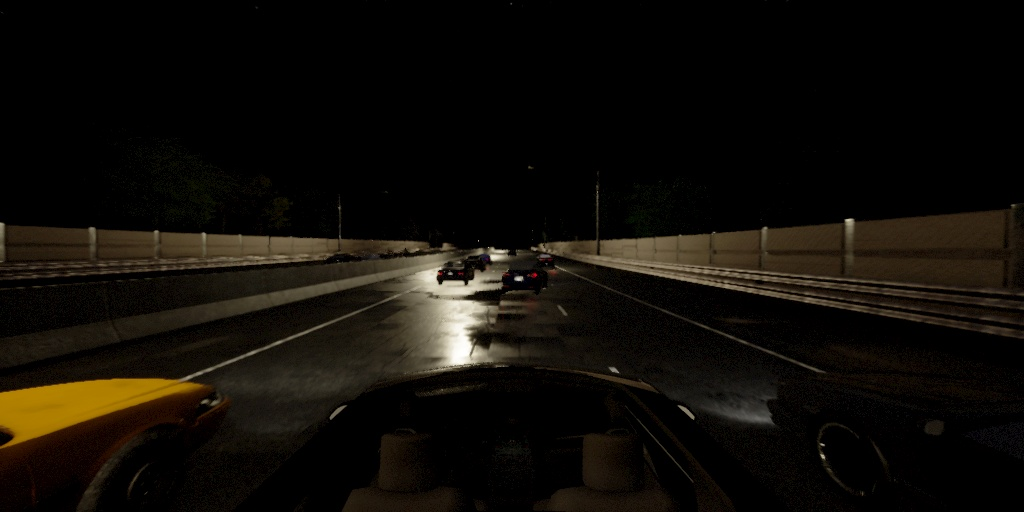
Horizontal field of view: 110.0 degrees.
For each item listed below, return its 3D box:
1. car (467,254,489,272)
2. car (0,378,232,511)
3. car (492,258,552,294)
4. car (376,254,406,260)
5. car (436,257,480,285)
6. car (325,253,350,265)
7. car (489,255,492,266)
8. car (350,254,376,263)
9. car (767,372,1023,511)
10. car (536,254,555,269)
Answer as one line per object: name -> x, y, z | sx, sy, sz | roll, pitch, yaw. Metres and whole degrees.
car -> -3.492, 0.716, 33.809 | 1.837, 1.490, 4.892 | 0, 1, 0
car -> -3.500, 1.204, 1.006 | 1.801, 1.575, 5.366 | 0, 0, 0
car -> 0.689, 1.038, 18.671 | 2.163, 1.488, 4.792 | 0, 1, 10
car -> -14.067, 0.486, 42.842 | 1.837, 1.490, 4.892 | 0, 2, 0
car -> -3.495, 1.001, 22.809 | 2.033, 1.411, 5.357 | 0, 1, 0
car -> -21.052, 0.424, 44.146 | 1.882, 1.535, 5.008 | 0, 2, 0
car -> -3.489, 0.452, 44.811 | 1.812, 1.442, 4.674 | 0, 2, 0
car -> -17.552, 0.487, 44.356 | 2.033, 1.411, 5.357 | 0, 2, 1
car -> 3.599, 1.302, 1.265 | 2.033, 1.411, 5.357 | 0, 0, 0
car -> 3.609, 0.555, 39.774 | 2.128, 1.511, 4.902 | 0, 2, 0
